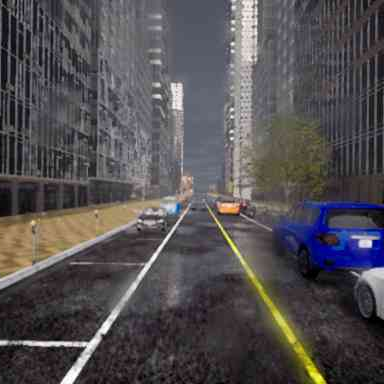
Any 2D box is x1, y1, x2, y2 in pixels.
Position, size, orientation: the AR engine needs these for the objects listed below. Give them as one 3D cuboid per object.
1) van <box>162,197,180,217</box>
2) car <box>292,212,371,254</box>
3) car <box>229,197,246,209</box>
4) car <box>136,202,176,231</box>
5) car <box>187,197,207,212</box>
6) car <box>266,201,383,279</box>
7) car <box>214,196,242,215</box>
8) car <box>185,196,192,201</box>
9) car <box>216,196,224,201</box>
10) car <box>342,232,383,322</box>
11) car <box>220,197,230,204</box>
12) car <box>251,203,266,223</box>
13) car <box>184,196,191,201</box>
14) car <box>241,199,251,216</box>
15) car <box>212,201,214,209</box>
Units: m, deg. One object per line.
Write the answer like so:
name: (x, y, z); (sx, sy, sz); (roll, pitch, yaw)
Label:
van: (-2.081, 1.382, 32.026); (1.690, 1.788, 3.998); (1, 0, 1)
car: (5.948, 1.688, 14.779); (1.802, 1.307, 4.206); (1, 0, 1)
car: (6.642, 1.599, 48.926); (1.967, 1.590, 4.097); (1, 0, 1)
car: (-2.314, 1.571, 20.643); (2.008, 1.369, 4.403); (1, 0, 1)
car: (0.797, 1.631, 41.424); (2.033, 1.411, 5.357); (1, 0, 1)
car: (4.074, 1.299, 10.404); (2.150, 2.045, 5.566); (1, 0, 1)
car: (3.718, 1.465, 35.136); (2.097, 1.767, 4.553); (1, 0, 2)
car: (-0.930, 1.661, 88.943); (1.802, 1.307, 4.206); (1, 0, 1)
car: (7.448, 1.744, 88.765); (1.947, 1.339, 4.313); (1, 0, 1)
car: (3.948, 1.584, 4.374); (1.812, 1.442, 4.674); (1, 0, 1)
car: (7.102, 1.721, 71.692); (1.887, 1.381, 4.507); (1, 0, 1)
car: (6.180, 1.682, 26.161); (2.008, 1.369, 4.403); (1, 0, 1)
car: (-1.045, 1.624, 83.250); (1.887, 1.381, 4.507); (1, 0, 1)
car: (6.295, 1.691, 31.852); (2.008, 1.369, 4.403); (1, 0, 1)
car: (3.886, 1.649, 45.654); (1.812, 1.442, 4.674); (1, 0, 1)
